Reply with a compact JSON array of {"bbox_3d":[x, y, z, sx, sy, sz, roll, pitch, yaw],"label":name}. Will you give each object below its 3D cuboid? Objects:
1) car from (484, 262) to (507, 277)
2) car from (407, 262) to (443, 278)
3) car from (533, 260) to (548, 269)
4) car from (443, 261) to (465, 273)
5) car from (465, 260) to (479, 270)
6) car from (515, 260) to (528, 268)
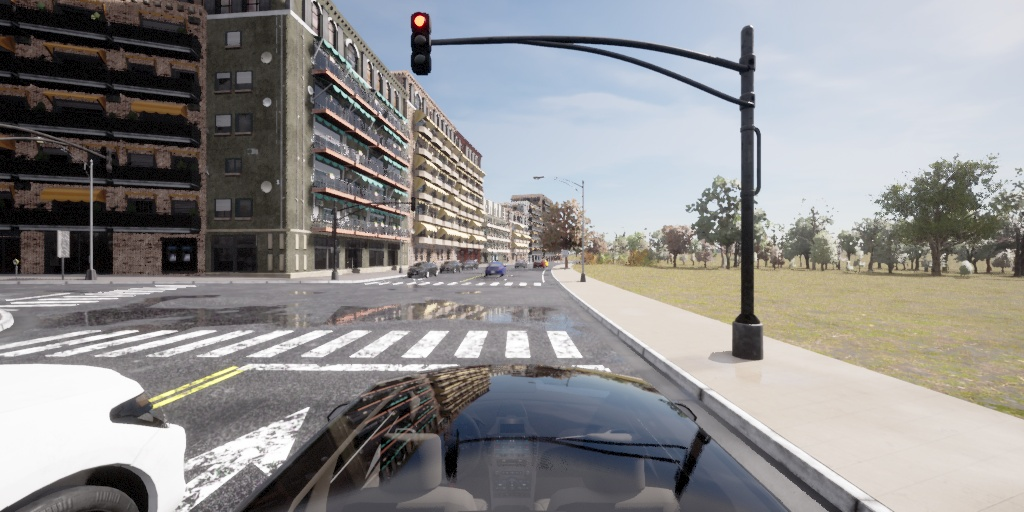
[{"bbox_3d":[-1.614,1.341,36.240,1.812,1.442,4.674,0,0,4],"label":"car"},{"bbox_3d":[-8.504,1.313,34.511,1.837,1.490,4.892,0,0,5],"label":"car"},{"bbox_3d":[4.865,1.413,63.842,1.882,1.535,5.008,0,0,9],"label":"car"},{"bbox_3d":[-7.593,1.350,44.608,1.837,1.490,4.892,0,0,6],"label":"car"},{"bbox_3d":[-6.407,1.378,54.929,2.128,1.511,4.902,0,0,7],"label":"car"},{"bbox_3d":[1.671,1.485,64.577,2.033,1.411,5.357,0,0,9],"label":"car"}]
